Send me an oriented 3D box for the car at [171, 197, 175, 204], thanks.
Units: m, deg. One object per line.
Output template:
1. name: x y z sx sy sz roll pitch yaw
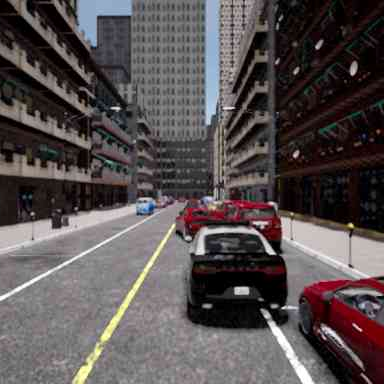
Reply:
1. car: -5.145 1.773 70.416 2.192 1.841 5.009 -1 0 0

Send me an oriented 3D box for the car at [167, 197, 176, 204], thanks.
1. car: -5.113 2.072 81.512 1.887 1.381 4.507 -1 0 0

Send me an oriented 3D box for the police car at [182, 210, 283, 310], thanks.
1. police car: 0.846 1.480 8.184 1.930 1.638 5.238 0 0 0

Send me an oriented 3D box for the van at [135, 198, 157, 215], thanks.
1. van: -5.231 1.586 37.122 1.690 1.788 3.998 -1 0 0

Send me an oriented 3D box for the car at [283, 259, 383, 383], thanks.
1. car: 2.566 1.608 3.826 1.802 1.307 4.206 -1 0 0

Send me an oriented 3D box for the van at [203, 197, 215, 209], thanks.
1. van: 2.693 1.693 53.768 1.690 1.788 3.998 -1 0 0

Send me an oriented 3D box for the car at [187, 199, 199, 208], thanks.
1. car: 0.149 1.942 57.761 1.994 1.385 4.181 0 0 0

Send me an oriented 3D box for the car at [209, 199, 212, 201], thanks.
1. car: 2.622 1.612 26.023 1.967 1.590 4.097 -1 0 0

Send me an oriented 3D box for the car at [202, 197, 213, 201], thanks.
1. car: 2.665 1.721 42.669 1.967 1.590 4.097 -1 0 0

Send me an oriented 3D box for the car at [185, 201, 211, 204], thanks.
1. car: 0.339 1.664 23.951 1.837 1.490 4.892 0 0 15

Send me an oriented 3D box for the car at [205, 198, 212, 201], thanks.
1. car: 2.652 1.771 37.290 1.752 1.417 4.829 -1 0 0

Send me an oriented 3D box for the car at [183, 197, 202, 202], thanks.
1. car: 0.127 1.771 44.592 1.882 1.535 5.008 0 0 1

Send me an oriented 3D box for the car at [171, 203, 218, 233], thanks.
1. car: 0.270 1.596 17.873 1.882 1.535 5.008 0 0 -11

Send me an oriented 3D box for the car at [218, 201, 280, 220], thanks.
1. car: 2.592 1.415 14.925 2.192 1.841 5.009 -1 0 0

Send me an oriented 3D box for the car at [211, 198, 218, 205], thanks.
1. car: 2.606 1.451 20.474 2.192 1.841 5.009 -1 0 0

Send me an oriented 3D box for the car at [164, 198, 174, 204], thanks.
1. car: -5.127 2.058 75.964 1.947 1.339 4.313 -1 0 0

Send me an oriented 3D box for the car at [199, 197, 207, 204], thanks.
1. car: 2.767 2.054 81.681 1.752 1.417 4.829 -1 0 0

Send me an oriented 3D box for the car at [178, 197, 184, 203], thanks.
1. car: -2.532 2.020 84.011 1.882 1.535 5.008 0 -1 0

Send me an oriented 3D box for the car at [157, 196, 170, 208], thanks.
1. car: -5.186 1.792 53.768 1.967 1.590 4.097 -1 0 0

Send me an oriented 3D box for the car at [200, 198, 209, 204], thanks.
1. car: 2.753 2.037 75.962 1.887 1.381 4.507 -1 0 0
